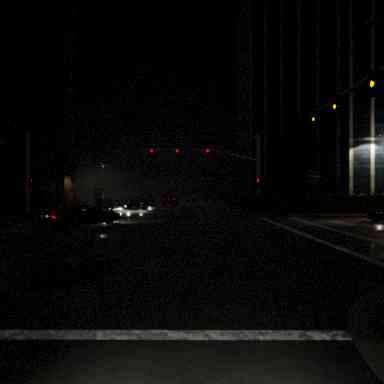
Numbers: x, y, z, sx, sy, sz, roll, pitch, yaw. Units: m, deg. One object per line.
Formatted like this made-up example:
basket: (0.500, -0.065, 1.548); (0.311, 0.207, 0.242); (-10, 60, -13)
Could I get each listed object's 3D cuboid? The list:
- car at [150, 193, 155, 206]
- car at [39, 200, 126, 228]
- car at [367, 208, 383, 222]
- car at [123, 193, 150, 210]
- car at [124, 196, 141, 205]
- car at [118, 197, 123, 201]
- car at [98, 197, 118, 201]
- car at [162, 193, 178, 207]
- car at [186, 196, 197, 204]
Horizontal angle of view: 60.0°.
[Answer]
car: (-7.121, 1.192, 52.856); (2.150, 2.045, 5.566); (0, 0, 0)
car: (-7.323, 1.535, 22.238); (2.033, 1.411, 5.357); (0, 0, 37)
car: (15.467, 1.464, 24.278); (5.008, 1.535, 1.882); (0, 0, -1)
car: (-7.126, 1.328, 43.355); (2.097, 1.767, 4.553); (0, 0, 0)
car: (-10.591, 1.458, 59.299); (2.128, 1.511, 4.902); (0, 0, 0)
car: (-10.625, 1.464, 49.116); (2.128, 1.511, 4.902); (0, 0, 0)
car: (-10.606, 1.503, 39.847); (1.812, 1.442, 4.674); (0, 0, 0)
car: (-3.434, 1.192, 52.182); (2.150, 2.045, 5.566); (0, 0, 0)
car: (-0.043, 1.489, 64.911); (1.812, 1.442, 4.674); (0, 0, 0)
